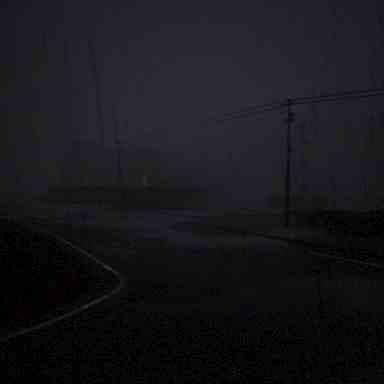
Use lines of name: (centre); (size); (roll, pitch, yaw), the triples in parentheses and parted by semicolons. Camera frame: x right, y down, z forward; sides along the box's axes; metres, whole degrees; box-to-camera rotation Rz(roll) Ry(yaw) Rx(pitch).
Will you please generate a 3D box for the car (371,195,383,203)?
car: (37.292, 1.387, 65.204); (3.905, 1.438, 1.784); (1, 1, 19)
